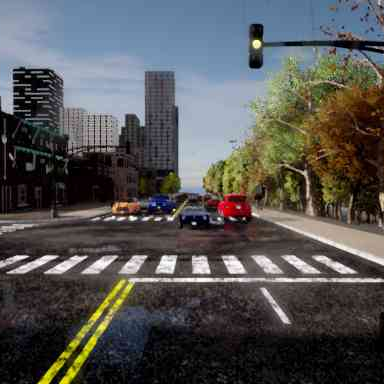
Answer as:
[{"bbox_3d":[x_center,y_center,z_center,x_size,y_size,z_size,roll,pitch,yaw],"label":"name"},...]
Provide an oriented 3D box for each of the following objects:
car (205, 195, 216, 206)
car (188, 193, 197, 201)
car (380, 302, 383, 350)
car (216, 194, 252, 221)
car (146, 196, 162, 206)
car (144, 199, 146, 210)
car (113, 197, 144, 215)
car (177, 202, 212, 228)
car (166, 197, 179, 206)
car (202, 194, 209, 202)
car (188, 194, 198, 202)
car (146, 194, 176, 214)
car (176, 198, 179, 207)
[{"bbox_3d":[3.461,1.542,51.156,1.994,1.385,4.181,0,0,0],"label":"car"},{"bbox_3d":[0.161,1.152,75.445,2.097,1.767,4.553,0,0,0],"label":"car"},{"bbox_3d":[3.357,1.491,2.397,2.128,1.511,4.902,0,0,0],"label":"car"},{"bbox_3d":[3.410,1.212,26.901,2.150,2.045,5.566,0,0,0],"label":"car"},{"bbox_3d":[-6.452,1.467,56.420,2.128,1.511,4.902,0,0,0],"label":"car"},{"bbox_3d":[-6.490,1.583,43.057,1.895,1.301,4.718,0,0,0],"label":"car"},{"bbox_3d":[-6.550,1.339,33.737,2.097,1.767,4.553,0,0,1],"label":"car"},{"bbox_3d":[0.148,1.594,22.329,1.895,1.301,4.718,0,0,0],"label":"car"},{"bbox_3d":[-3.216,1.577,54.917,1.895,1.301,4.718,0,0,0],"label":"car"},{"bbox_3d":[3.413,1.320,75.380,2.097,1.767,4.553,0,0,0],"label":"car"},{"bbox_3d":[0.138,1.519,65.057,2.033,1.411,5.357,0,0,0],"label":"car"},{"bbox_3d":[-3.261,1.208,35.885,2.150,2.045,5.566,0,0,0],"label":"car"},{"bbox_3d":[-3.232,1.334,45.577,2.097,1.767,4.553,0,0,0],"label":"car"}]
